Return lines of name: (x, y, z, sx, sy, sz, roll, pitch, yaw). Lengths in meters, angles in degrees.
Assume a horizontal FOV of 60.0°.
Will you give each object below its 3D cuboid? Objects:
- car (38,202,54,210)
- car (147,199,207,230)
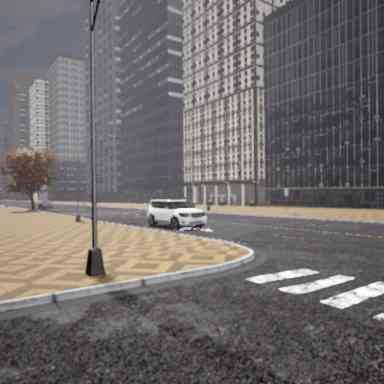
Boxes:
car: (-26.705, 2.556, 60.744, 2.033, 1.411, 5.357, -1, 0, -35)
car: (-1.260, 1.520, 23.868, 2.150, 2.045, 5.566, -1, 0, -35)
